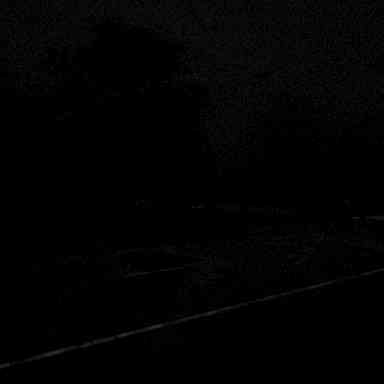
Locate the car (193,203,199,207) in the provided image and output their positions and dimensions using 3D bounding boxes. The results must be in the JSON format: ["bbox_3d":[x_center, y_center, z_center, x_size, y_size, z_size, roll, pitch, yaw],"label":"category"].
[{"bbox_3d":[-0.843,1.711,55.868,1.837,1.490,4.892,0,0,-38],"label":"car"}]

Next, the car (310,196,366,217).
[{"bbox_3d":[15.258,1.530,35.038,2.150,2.045,5.566,0,2,-38],"label":"car"}]
